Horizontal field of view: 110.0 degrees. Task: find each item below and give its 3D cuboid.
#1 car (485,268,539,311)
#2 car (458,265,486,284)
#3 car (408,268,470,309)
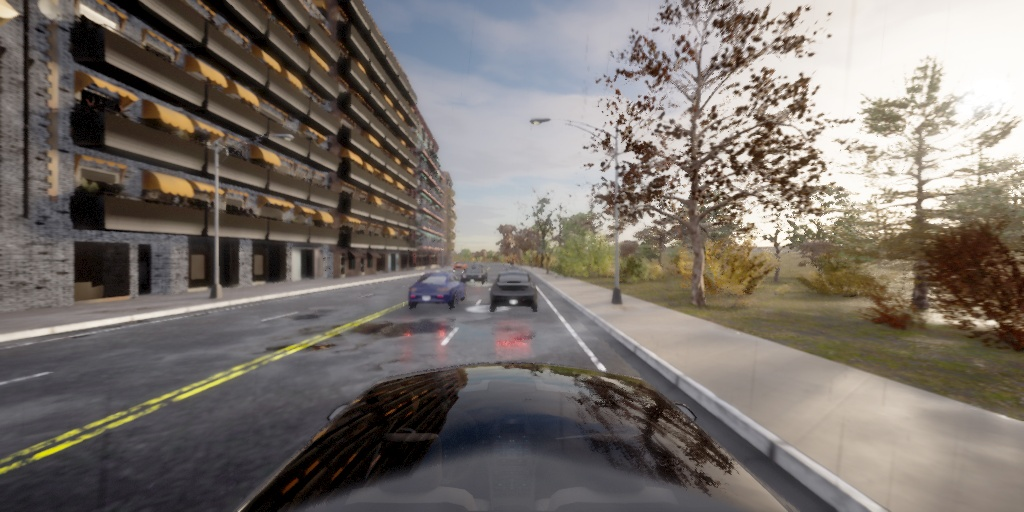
[{"bbox_3d":[0.086,1.394,15.218,1.837,1.490,4.892,0,0,1],"label":"car"},{"bbox_3d":[-3.058,1.640,29.991,1.895,1.301,4.718,0,-1,1],"label":"car"},{"bbox_3d":[-3.156,1.417,15.650,1.812,1.442,4.674,0,0,1],"label":"car"}]
